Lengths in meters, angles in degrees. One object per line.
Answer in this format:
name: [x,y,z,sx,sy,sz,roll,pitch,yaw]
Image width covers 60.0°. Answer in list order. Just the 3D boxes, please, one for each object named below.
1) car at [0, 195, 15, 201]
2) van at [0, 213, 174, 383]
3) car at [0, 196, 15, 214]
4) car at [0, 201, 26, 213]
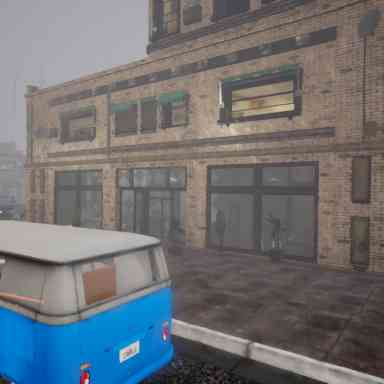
car: [-20.530,1.349,33.258,2.150,2.045,5.566,1,0,36]
van: [-2.124,1.340,4.363,3.998,1.788,1.690,0,1,35]
car: [-22.069,1.411,35.552,2.192,1.841,5.009,0,0,36]
car: [-15.307,1.793,30.607,1.947,1.339,4.313,0,0,36]
